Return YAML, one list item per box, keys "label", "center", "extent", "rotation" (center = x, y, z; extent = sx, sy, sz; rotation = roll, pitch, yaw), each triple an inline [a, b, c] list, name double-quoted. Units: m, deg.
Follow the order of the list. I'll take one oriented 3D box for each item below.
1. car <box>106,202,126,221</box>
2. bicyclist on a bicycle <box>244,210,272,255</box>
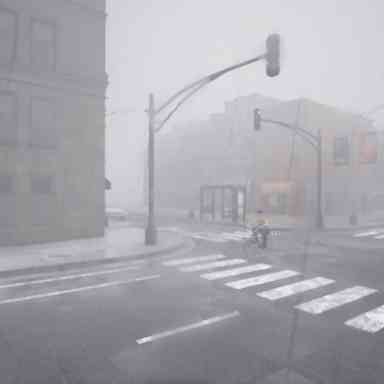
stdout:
- label: "car"
  center: [-7.220, 1.598, 27.573]
  extent: [1.812, 1.442, 4.674]
  rotation: [0, 0, -38]
- label: "bicyclist on a bicycle"
  center: [2.437, 1.454, 12.154]
  extent: [1.509, 1.612, 0.866]
  rotation: [0, 0, -36]
